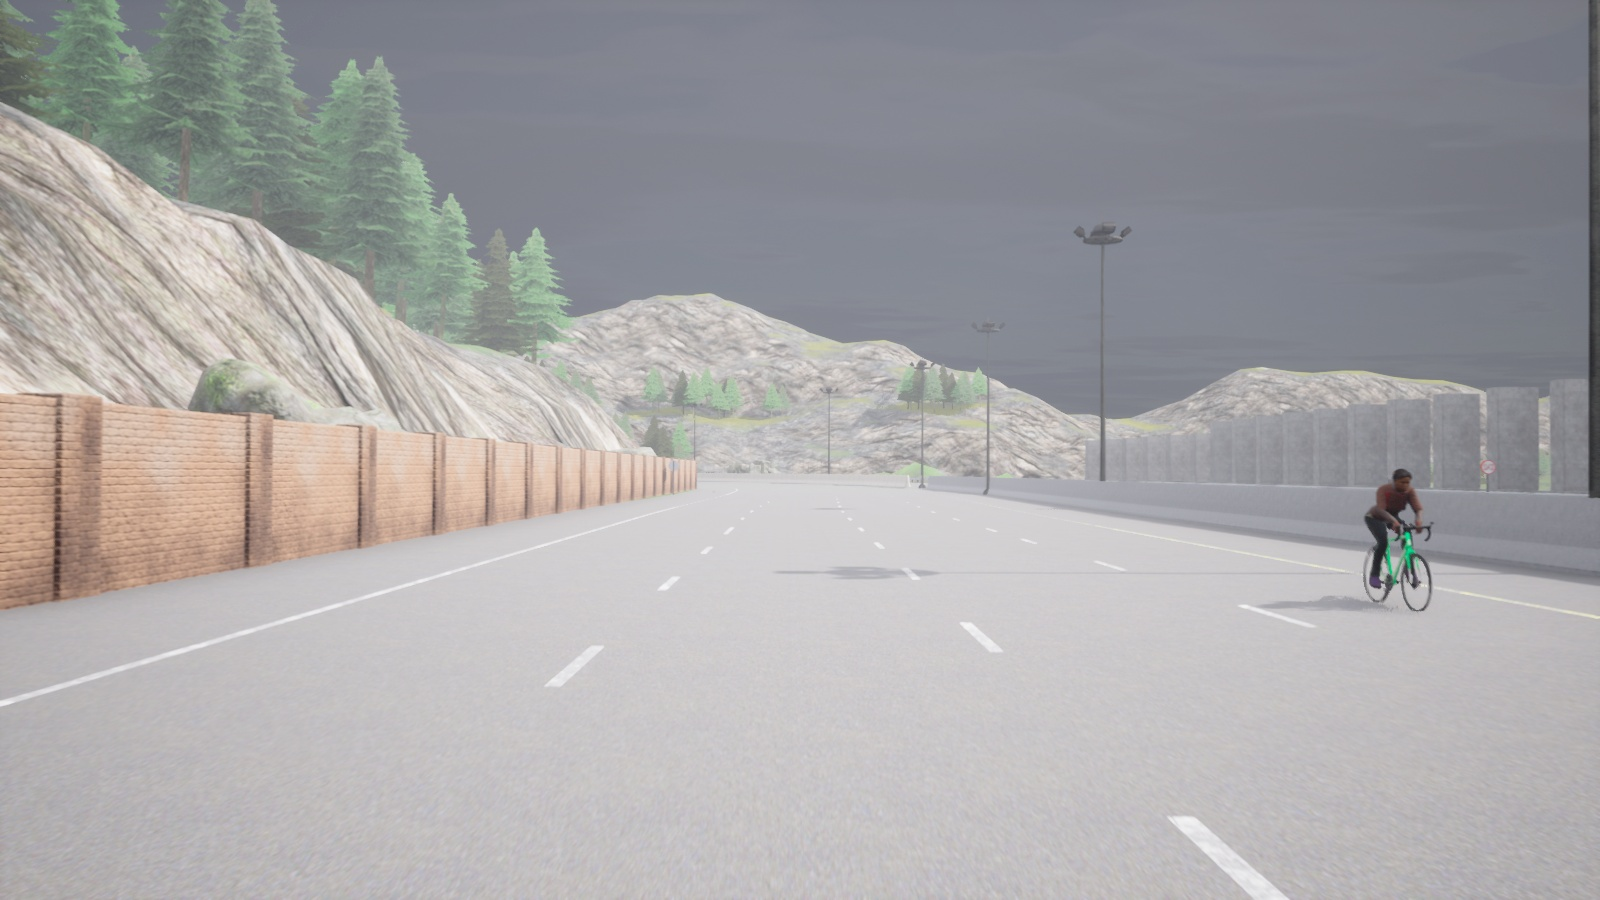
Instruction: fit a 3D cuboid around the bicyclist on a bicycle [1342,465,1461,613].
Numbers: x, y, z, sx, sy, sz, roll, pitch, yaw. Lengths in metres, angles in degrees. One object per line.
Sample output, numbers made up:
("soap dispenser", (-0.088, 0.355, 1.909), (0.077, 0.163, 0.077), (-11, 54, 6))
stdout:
("bicyclist on a bicycle", (6.961, 0.984, 14.615), (0.582, 1.620, 1.656), (0, -1, 0))
